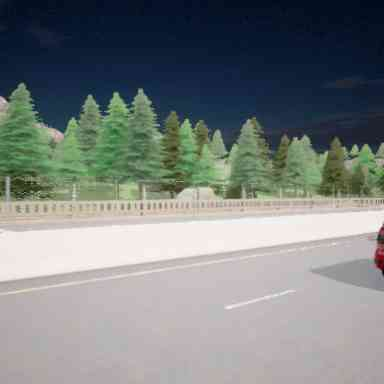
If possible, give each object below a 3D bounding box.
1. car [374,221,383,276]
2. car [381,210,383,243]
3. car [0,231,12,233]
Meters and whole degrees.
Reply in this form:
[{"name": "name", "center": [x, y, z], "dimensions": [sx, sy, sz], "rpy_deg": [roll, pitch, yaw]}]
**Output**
[{"name": "car", "center": [7.004, 1.275, 8.745], "dimensions": [5.566, 2.045, 2.150], "rpy_deg": [0, 0, -36]}, {"name": "car", "center": [11.302, 1.597, 16.106], "dimensions": [4.892, 1.490, 1.837], "rpy_deg": [0, 0, -36]}, {"name": "car", "center": [-8.458, 1.597, 10.829], "dimensions": [4.718, 1.301, 1.895], "rpy_deg": [0, 0, -35]}]
